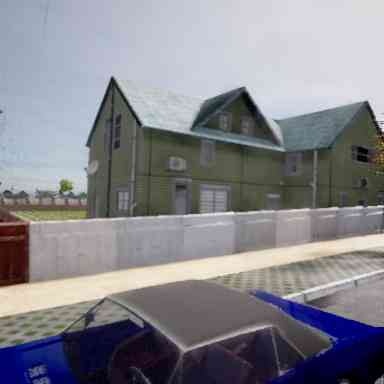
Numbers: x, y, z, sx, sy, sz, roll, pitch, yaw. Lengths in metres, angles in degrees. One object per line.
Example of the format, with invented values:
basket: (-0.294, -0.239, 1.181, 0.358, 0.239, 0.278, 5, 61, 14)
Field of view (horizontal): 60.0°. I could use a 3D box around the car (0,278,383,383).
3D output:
car: (-0.352, 1.605, 2.820, 4.718, 1.301, 1.895, 0, 0, -35)
